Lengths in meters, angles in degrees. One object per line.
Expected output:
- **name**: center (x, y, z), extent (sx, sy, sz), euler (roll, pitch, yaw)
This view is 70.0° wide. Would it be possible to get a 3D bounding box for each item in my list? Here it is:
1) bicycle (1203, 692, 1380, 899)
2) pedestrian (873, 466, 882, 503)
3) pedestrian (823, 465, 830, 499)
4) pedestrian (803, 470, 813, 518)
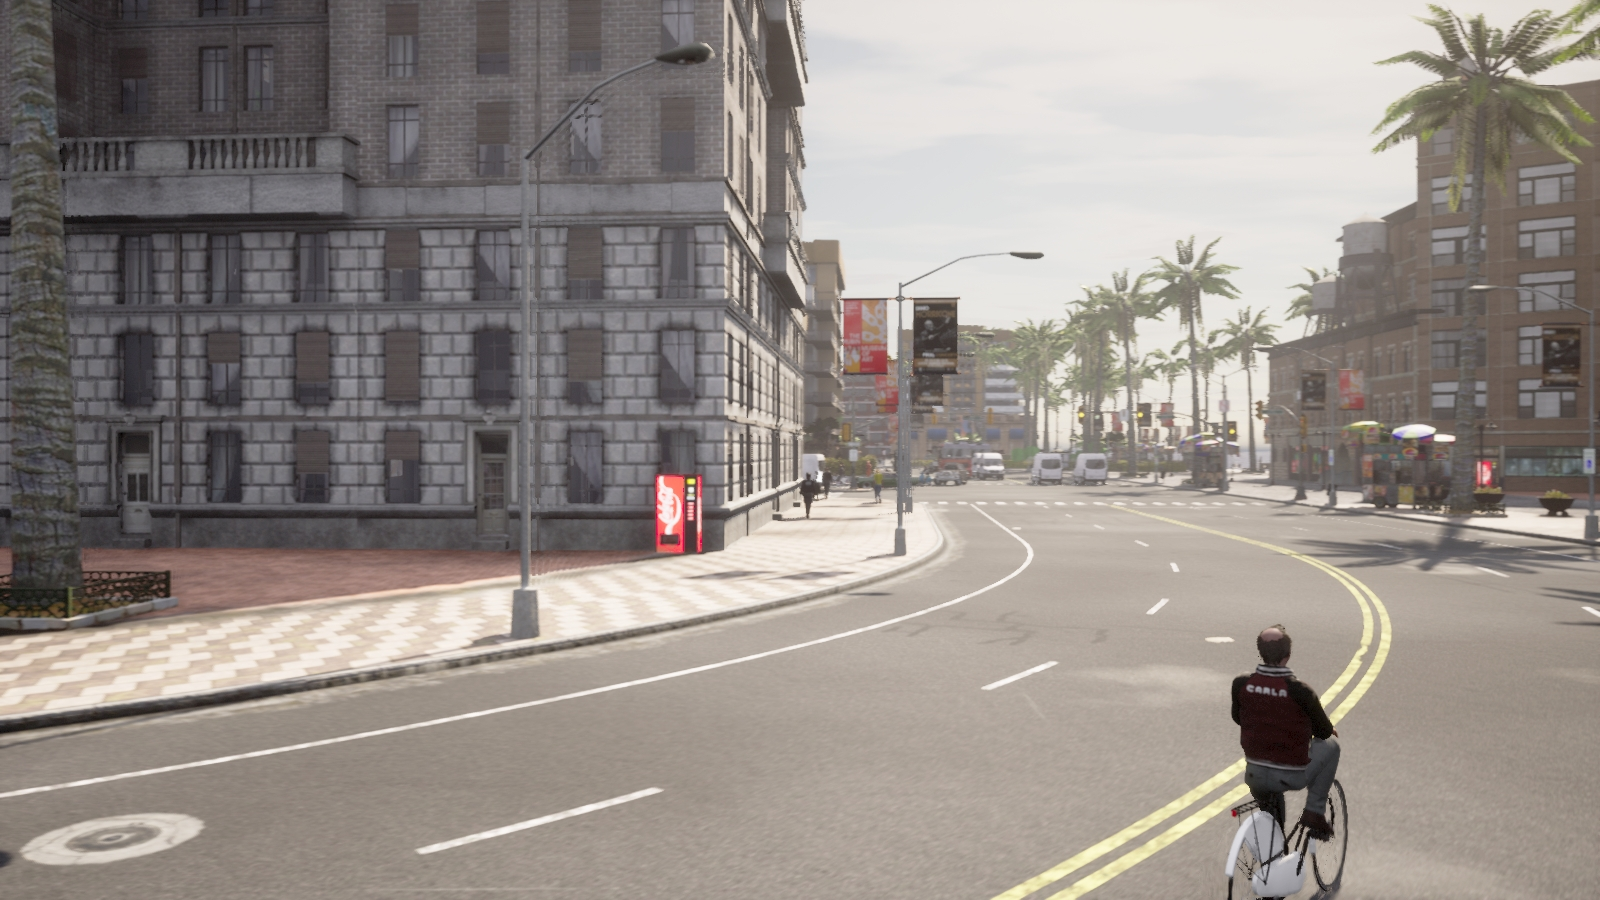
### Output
- **bicycle**: center (3.008, 2.213, 6.893), extent (0.329, 1.171, 1.835), euler (0, 0, 45)
- **pedestrian**: center (3.897, 1.729, 57.565), extent (0.375, 1.860, 0.375), euler (0, 0, -10)
- **pedestrian**: center (1.450, 1.734, 61.790), extent (0.375, 1.860, 0.375), euler (0, 0, 0)
- **pedestrian**: center (0.324, 1.722, 44.525), extent (0.375, 1.860, 0.375), euler (0, 0, 5)
